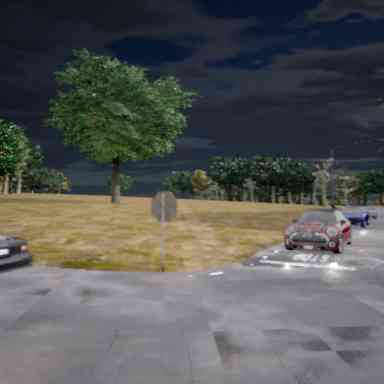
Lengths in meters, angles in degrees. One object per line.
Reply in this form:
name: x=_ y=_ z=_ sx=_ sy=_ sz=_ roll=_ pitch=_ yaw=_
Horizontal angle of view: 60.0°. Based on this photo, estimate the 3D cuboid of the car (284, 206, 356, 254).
car: x=5.563 y=1.533 z=14.431 sx=2.097 sy=1.767 sz=4.553 roll=-1 pitch=-1 yaw=32

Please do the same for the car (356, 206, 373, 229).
car: x=12.211 y=1.841 z=25.193 sx=1.882 sy=1.535 sz=5.008 roll=-1 pitch=-2 yaw=33

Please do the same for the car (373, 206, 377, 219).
car: x=18.210 y=2.131 z=34.728 sx=1.895 sy=1.301 sz=4.718 roll=-1 pitch=-1 yaw=31

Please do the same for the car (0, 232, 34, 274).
car: x=-6.545 y=1.297 z=8.177 sx=5.357 sy=1.411 sz=2.033 roll=2 pitch=-1 yaw=19
